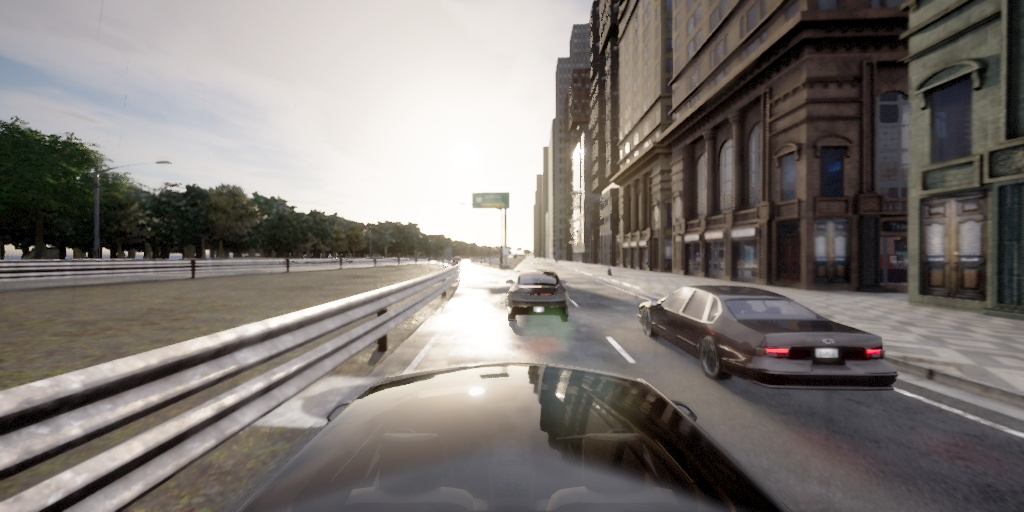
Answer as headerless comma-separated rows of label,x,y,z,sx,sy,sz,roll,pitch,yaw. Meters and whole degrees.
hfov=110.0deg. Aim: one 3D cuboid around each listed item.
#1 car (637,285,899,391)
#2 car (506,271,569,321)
car,4.119,1.284,7.076,2.033,1.411,5.357,0,0,2
car,0.852,1.238,12.437,1.837,1.490,4.892,0,0,2
